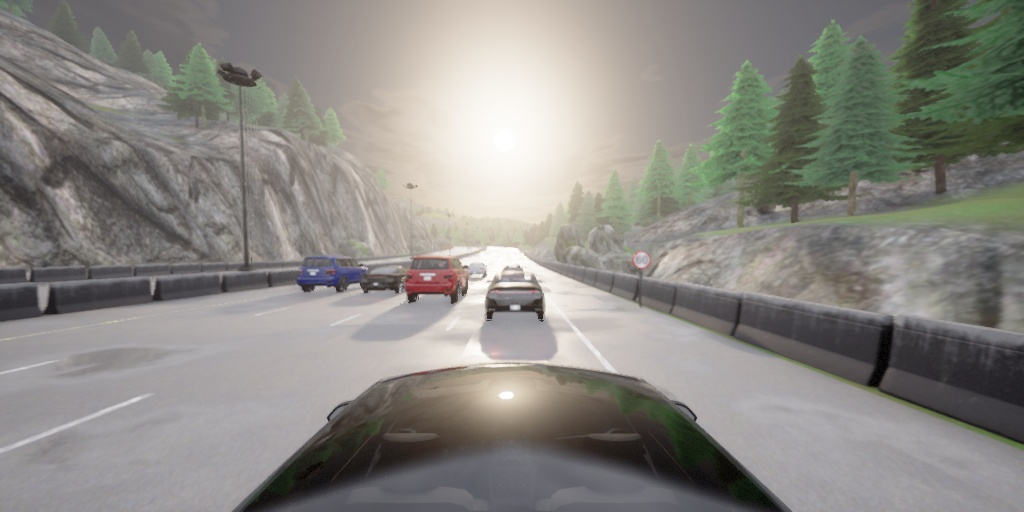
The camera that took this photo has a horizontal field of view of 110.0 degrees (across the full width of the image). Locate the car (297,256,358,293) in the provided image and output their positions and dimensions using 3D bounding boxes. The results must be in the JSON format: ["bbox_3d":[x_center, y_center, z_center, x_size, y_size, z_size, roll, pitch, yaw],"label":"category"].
[{"bbox_3d":[-10.413,1.016,21.434,2.150,2.045,5.566,0,0,0],"label":"car"}]

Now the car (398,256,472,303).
[{"bbox_3d":[-3.410,1.004,17.156,2.150,2.045,5.566,0,0,0],"label":"car"}]

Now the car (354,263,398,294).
[{"bbox_3d":[-6.912,1.269,20.658,1.882,1.535,5.008,0,0,0],"label":"car"}]

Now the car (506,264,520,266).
[{"bbox_3d":[0.080,1.352,31.177,1.994,1.385,4.181,0,0,0],"label":"car"}]

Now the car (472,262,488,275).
[{"bbox_3d":[-3.423,1.305,35.439,1.812,1.442,4.674,0,0,0],"label":"car"}]

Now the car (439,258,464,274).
[{"bbox_3d":[-6.928,1.106,41.391,2.097,1.767,4.553,0,0,0],"label":"car"}]

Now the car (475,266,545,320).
[{"bbox_3d":[0.093,1.264,12.664,2.128,1.511,4.902,0,0,0],"label":"car"}]
